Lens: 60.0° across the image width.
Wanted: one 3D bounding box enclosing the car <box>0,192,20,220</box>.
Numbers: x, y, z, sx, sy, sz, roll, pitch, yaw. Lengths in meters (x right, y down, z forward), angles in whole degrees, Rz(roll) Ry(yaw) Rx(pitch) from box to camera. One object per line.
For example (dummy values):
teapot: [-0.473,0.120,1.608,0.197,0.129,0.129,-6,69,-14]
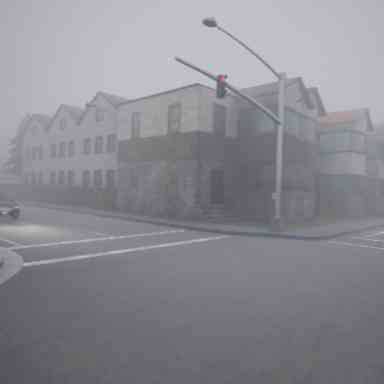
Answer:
car: [-11.458,0.754,18.977,4.902,1.511,2.128,2,1,44]
